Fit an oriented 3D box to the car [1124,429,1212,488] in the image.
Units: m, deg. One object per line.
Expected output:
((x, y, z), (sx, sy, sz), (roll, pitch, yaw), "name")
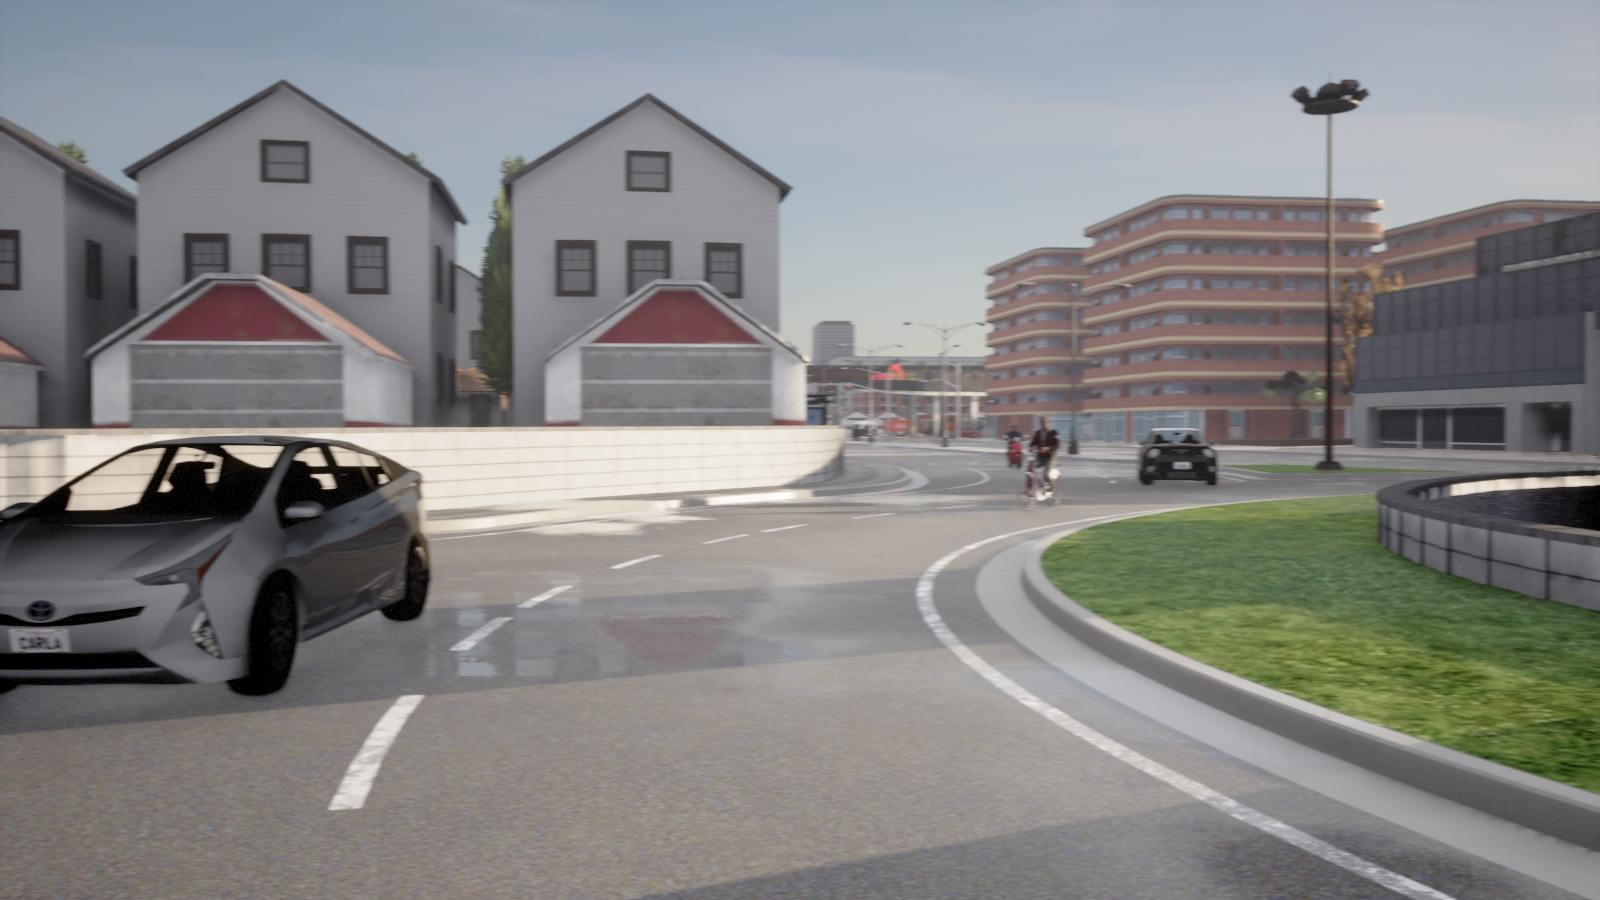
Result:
((9.774, 0.185, 33.601), (1.970, 1.475, 3.806), (0, 1, 12), "car")

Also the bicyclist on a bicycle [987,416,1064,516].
((4.173, 0.271, 23.169), (0.659, 1.776, 1.843), (1, 1, 35), "bicyclist on a bicycle")

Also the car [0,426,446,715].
((-4.140, 0.593, 8.883), (2.007, 1.525, 4.514), (0, 1, 0), "car")

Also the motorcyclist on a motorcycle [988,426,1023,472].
((7.376, -0.049, 45.045), (0.866, 1.590, 1.817), (0, 1, -3), "motorcyclist on a motorcycle")
